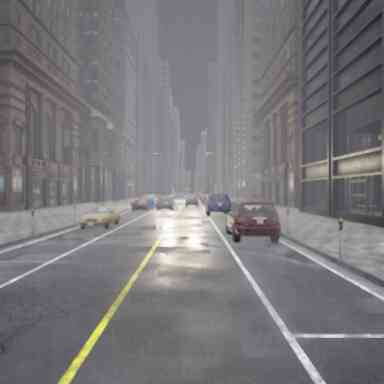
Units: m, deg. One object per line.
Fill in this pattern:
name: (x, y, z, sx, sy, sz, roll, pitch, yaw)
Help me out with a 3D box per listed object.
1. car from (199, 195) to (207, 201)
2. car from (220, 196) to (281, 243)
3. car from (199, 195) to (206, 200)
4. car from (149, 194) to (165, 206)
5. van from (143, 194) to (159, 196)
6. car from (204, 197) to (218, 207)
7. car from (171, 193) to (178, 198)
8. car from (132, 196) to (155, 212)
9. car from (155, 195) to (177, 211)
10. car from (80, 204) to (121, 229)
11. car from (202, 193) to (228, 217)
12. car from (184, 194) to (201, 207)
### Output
car: (2.763, 1.432, 83.303, 1.947, 1.339, 4.313, 0, 0, 0)
car: (2.763, 1.282, 15.877, 2.192, 1.841, 5.009, 0, 0, 0)
car: (2.763, 1.405, 88.921, 1.887, 1.381, 4.507, 0, 0, 0)
car: (-5.762, 1.217, 55.196, 2.192, 1.841, 5.009, 0, 0, 0)
van: (-5.762, 1.261, 43.959, 1.690, 1.788, 3.998, 0, 0, 0)
car: (2.763, 1.436, 49.760, 1.752, 1.417, 4.829, 0, 0, 0)
car: (-5.762, 1.437, 94.525, 1.802, 1.307, 4.206, 0, 0, 0)
car: (-5.762, 1.473, 38.341, 1.887, 1.381, 4.507, 0, 0, 0)
car: (-3.092, 1.434, 39.129, 1.837, 1.490, 4.892, 0, 0, 0)
car: (-5.762, 1.482, 21.316, 1.752, 1.417, 4.829, 0, 0, 0)
car: (2.394, 1.168, 31.129, 2.150, 2.045, 5.566, 0, 0, 0)
car: (0.001, 1.416, 49.227, 1.837, 1.490, 4.892, 0, 0, 0)
